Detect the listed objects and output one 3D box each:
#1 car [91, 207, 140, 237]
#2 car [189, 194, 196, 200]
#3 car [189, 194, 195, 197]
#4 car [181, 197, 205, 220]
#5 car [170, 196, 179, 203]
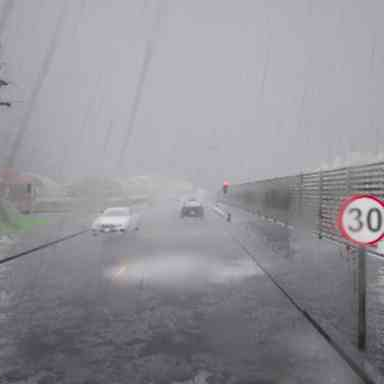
[{"bbox_3d":[-4.038,1.548,18.208,1.812,1.442,4.674,0,0,1],"label":"car"},{"bbox_3d":[0.050,1.443,92.078,1.837,1.490,4.892,0,0,0],"label":"car"},{"bbox_3d":[0.048,1.629,81.657,2.033,1.411,5.357,0,0,0],"label":"car"},{"bbox_3d":[0.071,1.512,28.876,1.882,1.535,5.008,0,0,1],"label":"car"},{"bbox_3d":[-3.956,1.630,74.804,2.033,1.411,5.357,0,0,0],"label":"car"}]
